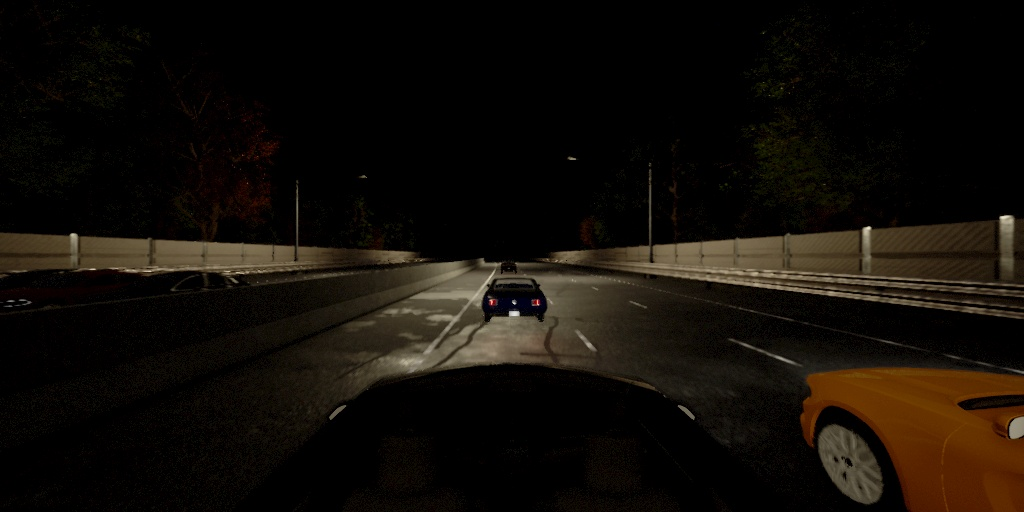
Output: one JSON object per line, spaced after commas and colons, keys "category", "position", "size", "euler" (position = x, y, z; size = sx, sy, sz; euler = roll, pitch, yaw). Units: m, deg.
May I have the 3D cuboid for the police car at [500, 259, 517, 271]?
{"category": "police car", "position": [-0.428, 1.191, 44.109], "size": [1.930, 1.638, 5.238], "euler": [0, 0, -1]}

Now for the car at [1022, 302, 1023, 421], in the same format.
{"category": "car", "position": [7.092, 1.274, 2.013], "size": [1.812, 1.442, 4.674], "euler": [0, 0, 0]}

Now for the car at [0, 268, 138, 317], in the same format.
{"category": "car", "position": [-17.599, 1.264, 13.531], "size": [1.837, 1.490, 4.892], "euler": [0, -1, 0]}

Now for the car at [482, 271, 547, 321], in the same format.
{"category": "car", "position": [0.057, 1.355, 12.421], "size": [1.895, 1.301, 4.718], "euler": [0, 0, 0]}

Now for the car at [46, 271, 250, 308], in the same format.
{"category": "car", "position": [-10.602, 1.263, 11.367], "size": [1.837, 1.490, 4.892], "euler": [0, -1, 0]}

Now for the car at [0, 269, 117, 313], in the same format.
{"category": "car", "position": [-14.100, 1.234, 11.881], "size": [1.882, 1.535, 5.008], "euler": [0, 0, 0]}

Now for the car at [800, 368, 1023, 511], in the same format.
{"category": "car", "position": [3.593, 1.226, 1.241], "size": [1.882, 1.535, 5.008], "euler": [0, 0, 0]}
